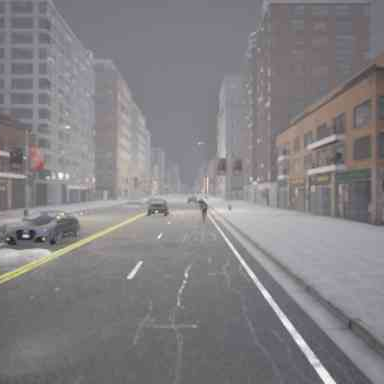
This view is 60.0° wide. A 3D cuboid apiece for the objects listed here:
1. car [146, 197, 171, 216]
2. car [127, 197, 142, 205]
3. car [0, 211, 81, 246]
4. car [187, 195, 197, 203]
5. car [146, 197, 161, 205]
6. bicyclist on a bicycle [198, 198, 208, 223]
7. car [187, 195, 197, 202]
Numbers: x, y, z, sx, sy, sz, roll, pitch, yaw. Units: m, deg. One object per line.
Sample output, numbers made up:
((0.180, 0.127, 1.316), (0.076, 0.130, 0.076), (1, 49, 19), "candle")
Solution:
((-3.149, 1.482, 32.042), (1.837, 1.490, 4.892), (0, 0, 0), "car")
((-9.781, 1.564, 56.886), (1.895, 1.301, 4.718), (0, 0, 1), "car")
((-6.595, 1.553, 15.184), (1.994, 1.385, 4.181), (0, 0, 0), "car")
((0.065, 1.461, 65.170), (1.837, 1.490, 4.892), (0, -1, 0), "car")
((-6.537, 1.526, 56.928), (1.994, 1.385, 4.181), (0, 0, 1), "car")
((0.894, 1.436, 23.645), (0.582, 1.620, 1.656), (0, 0, 0), "bicyclist on a bicycle")
((0.002, 1.478, 80.210), (2.128, 1.511, 4.902), (0, 0, 0), "car")
